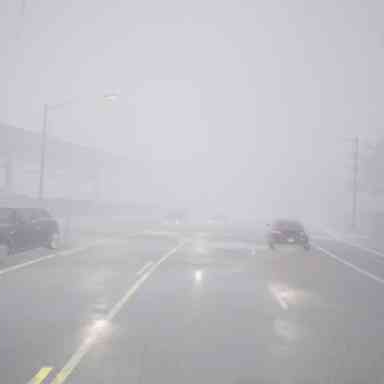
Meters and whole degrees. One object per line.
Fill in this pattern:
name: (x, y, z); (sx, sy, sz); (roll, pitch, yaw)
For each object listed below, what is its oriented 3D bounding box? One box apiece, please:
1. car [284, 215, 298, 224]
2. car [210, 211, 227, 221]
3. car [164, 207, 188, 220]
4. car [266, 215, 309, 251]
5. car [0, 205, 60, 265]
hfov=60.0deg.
car: (16.661, 4.585, 55.829); (2.033, 1.411, 5.357); (2, -3, 18)
car: (4.154, 3.720, 52.431); (1.812, 1.442, 4.674); (2, -3, 19)
car: (-2.069, 2.841, 44.729); (2.097, 1.767, 4.553); (2, -3, 19)
car: (4.908, 2.127, 17.360); (1.812, 1.442, 4.674); (2, -2, 11)
car: (-6.388, 1.231, 11.213); (2.097, 1.767, 4.553); (3, -1, 6)
